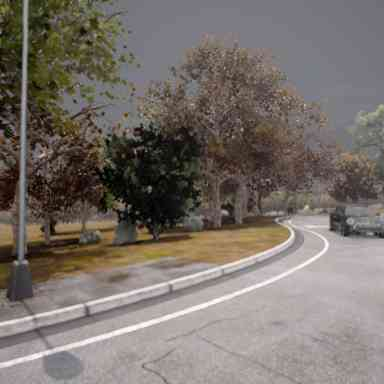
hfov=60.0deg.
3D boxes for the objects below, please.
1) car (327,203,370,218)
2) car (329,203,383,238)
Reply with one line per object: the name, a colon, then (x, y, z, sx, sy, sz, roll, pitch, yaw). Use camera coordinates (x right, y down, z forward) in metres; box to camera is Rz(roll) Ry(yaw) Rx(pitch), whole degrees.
car: (16.885, 1.957, 35.766, 4.892, 1.490, 1.837, 1, -2, -33)
car: (9.262, 1.522, 18.782, 2.097, 1.767, 4.553, 1, -1, 10)
